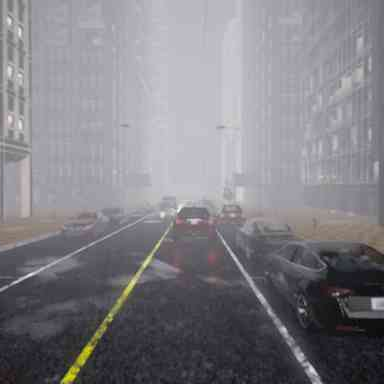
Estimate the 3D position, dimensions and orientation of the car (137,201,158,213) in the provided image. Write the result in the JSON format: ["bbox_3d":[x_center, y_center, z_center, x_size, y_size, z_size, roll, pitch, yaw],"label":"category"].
[{"bbox_3d":[-5.673,1.779,40.668,1.752,1.417,4.829,-1,0,0],"label":"car"}]

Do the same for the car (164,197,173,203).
[{"bbox_3d":[-5.673,2.032,80.556,1.947,1.339,4.313,-1,0,0],"label":"car"}]

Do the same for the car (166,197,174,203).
[{"bbox_3d":[-5.671,2.058,86.231,1.947,1.339,4.313,-1,0,0],"label":"car"}]

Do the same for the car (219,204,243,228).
[{"bbox_3d":[2.684,1.595,23.753,1.967,1.590,4.097,-1,0,0],"label":"car"}]

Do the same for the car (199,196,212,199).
[{"bbox_3d":[2.372,1.810,49.907,1.837,1.490,4.892,0,0,0],"label":"car"}]

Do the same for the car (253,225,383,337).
[{"bbox_3d":[2.680,1.611,6.730,1.947,1.339,4.313,-1,0,0],"label":"car"}]

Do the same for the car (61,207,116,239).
[{"bbox_3d":[-5.663,1.701,18.142,1.802,1.307,4.206,-1,0,0],"label":"car"}]

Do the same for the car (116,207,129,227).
[{"bbox_3d":[-5.661,1.721,23.815,1.947,1.339,4.313,-1,0,0],"label":"car"}]

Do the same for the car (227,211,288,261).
[{"bbox_3d":[2.682,1.633,12.404,2.008,1.369,4.403,-1,0,0],"label":"car"}]

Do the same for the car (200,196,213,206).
[{"bbox_3d":[2.696,1.697,63.475,2.192,1.841,5.009,-1,0,0],"label":"car"}]

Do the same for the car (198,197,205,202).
[{"bbox_3d":[2.711,2.042,92.018,1.752,1.417,4.829,-1,0,0],"label":"car"}]

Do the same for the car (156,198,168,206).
[{"bbox_3d":[-5.680,1.933,63.534,2.008,1.369,4.403,-1,0,0],"label":"car"}]

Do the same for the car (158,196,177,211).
[{"bbox_3d":[-3.059,1.502,45.025,2.150,2.045,5.566,0,-1,0],"label":"car"}]

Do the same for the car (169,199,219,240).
[{"bbox_3d":[0.105,1.468,17.726,2.097,1.767,4.553,0,0,0],"label":"car"}]
